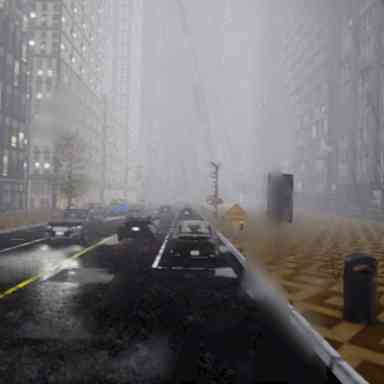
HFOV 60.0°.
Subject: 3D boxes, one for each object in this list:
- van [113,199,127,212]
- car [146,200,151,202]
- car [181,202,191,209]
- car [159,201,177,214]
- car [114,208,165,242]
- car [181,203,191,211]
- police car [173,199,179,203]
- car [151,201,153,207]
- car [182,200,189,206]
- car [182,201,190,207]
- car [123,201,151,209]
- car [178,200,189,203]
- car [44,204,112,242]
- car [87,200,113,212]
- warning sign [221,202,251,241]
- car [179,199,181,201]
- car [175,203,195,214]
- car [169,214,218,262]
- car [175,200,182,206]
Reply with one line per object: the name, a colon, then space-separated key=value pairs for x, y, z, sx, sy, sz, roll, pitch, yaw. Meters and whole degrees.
van: x=-9.051 y=1.776 z=41.084 sx=1.690 sy=1.788 sz=3.998 roll=1 pitch=-1 yaw=-1
car: x=-9.539 y=2.382 z=63.638 sx=1.802 sy=1.307 sz=4.206 roll=1 pitch=-1 yaw=-1
car: x=-1.285 y=2.721 z=69.453 sx=1.947 sy=1.339 sz=4.313 roll=1 pitch=-1 yaw=-1
car: x=-3.339 y=2.217 z=43.392 sx=1.994 sy=1.385 sz=4.181 roll=2 pitch=-1 yaw=-1
car: x=-2.779 y=1.805 z=18.151 sx=1.994 sy=1.385 sz=4.181 roll=2 pitch=-1 yaw=-1
car: x=-1.044 y=2.556 z=58.171 sx=1.802 sy=1.307 sz=4.206 roll=1 pitch=-1 yaw=-1
police car: x=-3.626 y=2.718 z=82.021 sx=1.930 sy=1.638 sz=5.238 roll=2 pitch=-1 yaw=-6
car: x=-9.781 y=2.547 z=74.916 sx=1.947 sy=1.339 sz=4.313 roll=1 pitch=-1 yaw=-1
car: x=-1.768 y=3.062 z=92.016 sx=1.887 sy=1.381 sz=4.507 roll=1 pitch=-1 yaw=-1
car: x=-1.526 y=2.903 z=80.735 sx=1.947 sy=1.339 sz=4.313 roll=1 pitch=-1 yaw=-1
car: x=-6.365 y=2.048 z=38.942 sx=1.994 sy=1.385 sz=4.181 roll=2 pitch=-1 yaw=-1
car: x=-0.922 y=2.448 z=52.531 sx=1.947 sy=1.339 sz=4.313 roll=1 pitch=-1 yaw=-1
car: x=-5.946 y=1.619 z=17.285 sx=2.128 sy=1.511 sz=4.902 roll=2 pitch=-1 yaw=-1
car: x=-8.811 y=1.692 z=29.804 sx=1.967 sy=1.590 sz=4.097 roll=1 pitch=-1 yaw=-1
warning sign: x=2.246 y=1.495 z=17.063 sx=1.300 sy=1.860 sz=1.060 roll=2 pitch=0 yaw=-1
car: x=-1.161 y=2.505 z=63.814 sx=1.967 sy=1.590 sz=4.097 roll=1 pitch=-1 yaw=-1
car: x=-0.560 y=2.174 z=35.609 sx=1.947 sy=1.339 sz=4.313 roll=1 pitch=-1 yaw=-1
car: x=0.053 y=1.794 z=13.051 sx=2.008 sy=1.369 sz=4.403 roll=1 pitch=-1 yaw=-1
car: x=-3.628 y=2.964 z=91.954 sx=1.837 sy=1.490 sz=4.892 roll=2 pitch=-1 yaw=-1
